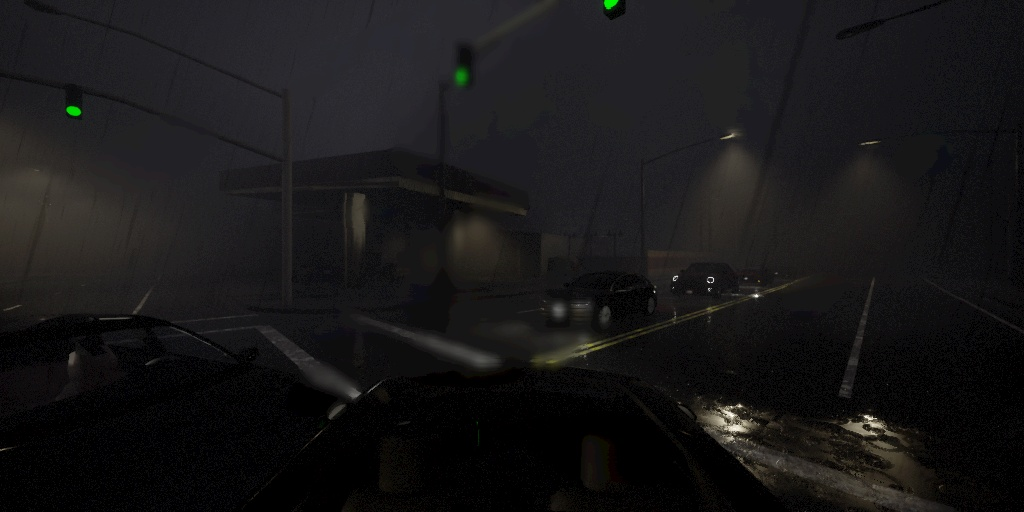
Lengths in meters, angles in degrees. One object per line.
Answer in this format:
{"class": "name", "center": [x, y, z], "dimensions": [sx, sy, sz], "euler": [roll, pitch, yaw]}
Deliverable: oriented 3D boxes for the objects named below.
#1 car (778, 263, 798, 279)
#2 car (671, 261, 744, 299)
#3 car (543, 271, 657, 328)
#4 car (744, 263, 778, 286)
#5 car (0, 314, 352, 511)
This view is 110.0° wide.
{"class": "car", "center": [24.129, 1.314, 32.166], "dimensions": [4.181, 1.385, 1.994], "euler": [0, 0, -44]}
{"class": "car", "center": [9.918, 1.102, 18.355], "dimensions": [4.553, 1.767, 2.097], "euler": [0, 0, -44]}
{"class": "car", "center": [3.006, 1.255, 11.584], "dimensions": [4.892, 1.490, 1.837], "euler": [0, 0, -45]}
{"class": "car", "center": [16.919, 1.314, 25.190], "dimensions": [1.994, 1.385, 4.181], "euler": [0, 0, 45]}
{"class": "car", "center": [-3.393, 1.242, 2.634], "dimensions": [4.902, 1.511, 2.128], "euler": [0, 0, 15]}
